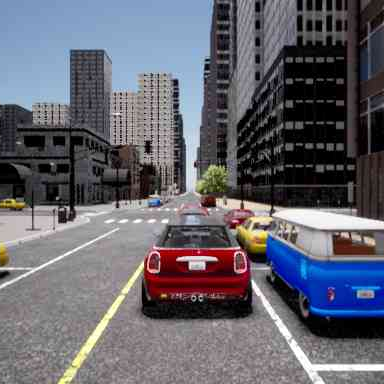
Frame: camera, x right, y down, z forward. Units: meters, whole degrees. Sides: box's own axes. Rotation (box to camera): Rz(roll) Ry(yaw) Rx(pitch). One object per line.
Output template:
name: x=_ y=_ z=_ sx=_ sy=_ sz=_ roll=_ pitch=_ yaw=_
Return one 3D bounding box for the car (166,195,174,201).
car: x=-5.811 y=1.647 z=89.186 sx=1.752 sy=1.417 sz=4.829 roll=0 pitch=0 yaw=0

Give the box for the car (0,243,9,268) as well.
car: x=-5.701 y=1.523 z=6.807 sx=1.752 sy=1.417 sz=4.829 roll=0 pitch=0 yaw=0

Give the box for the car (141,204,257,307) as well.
car: x=0.088 y=1.350 z=8.127 sx=2.097 sy=1.767 sz=4.553 roll=0 pitch=0 yaw=0

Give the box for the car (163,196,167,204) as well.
car: x=-5.767 y=1.488 z=56.213 sx=1.967 sy=1.590 sz=4.097 roll=0 pitch=0 yaw=0

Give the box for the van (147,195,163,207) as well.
van: x=-5.760 y=1.380 z=50.689 sx=1.690 sy=1.788 sz=3.998 roll=0 pitch=0 yaw=0

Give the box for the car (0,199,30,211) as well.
car: x=-21.460 y=1.457 z=38.500 sx=4.829 sy=1.417 sz=1.752 roll=0 pitch=0 yaw=0

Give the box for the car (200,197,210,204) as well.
car: x=2.599 y=1.635 z=67.275 sx=1.947 sy=1.339 sz=4.313 roll=0 pitch=0 yaw=0

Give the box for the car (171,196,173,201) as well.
car: x=-5.789 y=1.632 z=72.784 sx=2.008 sy=1.369 sz=4.403 roll=0 pitch=0 yaw=0

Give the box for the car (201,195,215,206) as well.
car: x=2.612 y=1.363 z=56.227 sx=2.192 sy=1.841 sz=5.009 roll=0 pitch=0 yaw=0

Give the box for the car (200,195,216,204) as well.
car: x=2.619 y=1.354 z=50.703 sx=2.192 sy=1.841 sz=5.009 roll=0 pitch=0 yaw=0

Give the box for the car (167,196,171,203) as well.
car: x=-5.782 y=1.509 z=67.262 sx=1.967 sy=1.590 sz=4.097 roll=0 pitch=0 yaw=0

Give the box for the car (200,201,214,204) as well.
car: x=0.077 y=1.477 z=17.333 sx=1.882 sy=1.535 sz=5.008 roll=0 pitch=0 yaw=0

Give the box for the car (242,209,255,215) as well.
car: x=2.670 y=1.523 z=12.822 sx=1.752 sy=1.417 sz=4.829 roll=0 pitch=0 yaw=0

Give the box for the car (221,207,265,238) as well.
car: x=2.663 y=1.581 z=18.315 sx=1.802 sy=1.307 sz=4.206 roll=0 pitch=0 yaw=0

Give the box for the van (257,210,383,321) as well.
van: x=2.678 y=1.339 z=6.987 sx=1.690 sy=1.788 sz=3.998 roll=0 pitch=0 yaw=0
